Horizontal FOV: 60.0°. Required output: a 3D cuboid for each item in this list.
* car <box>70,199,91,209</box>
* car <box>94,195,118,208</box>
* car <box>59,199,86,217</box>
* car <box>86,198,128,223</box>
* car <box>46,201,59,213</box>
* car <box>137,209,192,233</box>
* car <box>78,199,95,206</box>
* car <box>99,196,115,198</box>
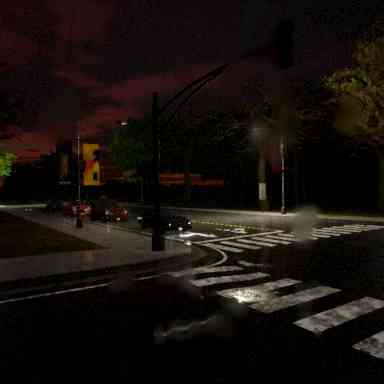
[{"bbox_3d":[-19.674,2.077,58.688,2.033,1.411,5.357,-1,0,-35],"label":"car"},{"bbox_3d":[-15.055,1.651,57.922,2.150,2.045,5.566,-1,0,-35],"label":"car"},{"bbox_3d":[-13.105,1.811,37.824,2.097,1.767,4.553,-1,0,-35],"label":"car"},{"bbox_3d":[-7.493,1.716,29.806,2.097,1.767,4.553,-1,0,-35],"label":"car"},{"bbox_3d":[-18.865,2.034,46.126,1.882,1.535,5.008,-1,0,-35],"label":"car"},{"bbox_3d":[-1.993,1.819,22.056,2.033,1.411,5.357,-1,0,-29],"label":"car"},{"bbox_3d":[-21.175,2.098,66.666,1.994,1.385,4.181,-1,0,-35],"label":"car"},{"bbox_3d":[-13.810,1.781,50.379,2.097,1.767,4.553,-1,0,-35],"label":"car"}]
